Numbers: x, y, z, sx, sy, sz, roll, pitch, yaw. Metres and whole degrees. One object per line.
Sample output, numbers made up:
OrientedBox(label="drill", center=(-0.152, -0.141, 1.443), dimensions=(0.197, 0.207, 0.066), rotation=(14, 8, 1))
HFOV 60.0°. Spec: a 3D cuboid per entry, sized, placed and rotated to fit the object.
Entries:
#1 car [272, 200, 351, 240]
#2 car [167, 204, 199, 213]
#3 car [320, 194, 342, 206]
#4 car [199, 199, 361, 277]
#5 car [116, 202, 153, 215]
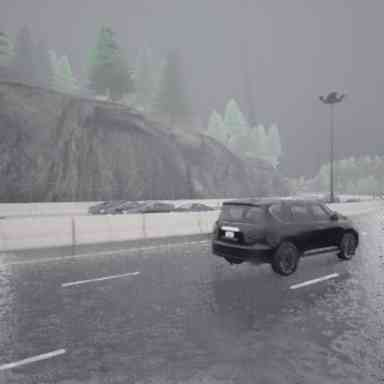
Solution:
OrientedBox(label="car", center=(6.577, 1.387, 18.094), dimensions=(4.553, 1.767, 2.097), rotation=(0, 0, -40))
OrientedBox(label="car", center=(-0.075, 1.619, 26.455), dimensions=(4.181, 1.385, 1.994), rotation=(0, 0, -41))
OrientedBox(label="car", center=(24.158, 1.329, 57.769), dimensions=(2.150, 2.045, 5.566), rotation=(0, 0, 37))
OrientedBox(label="car", center=(3.127, 1.242, 10.660), dimensions=(5.566, 2.045, 2.150), rotation=(0, 0, -38))
OrientedBox(label="car", center=(-3.590, 1.551, 28.048), dimensions=(4.902, 1.511, 2.128), rotation=(0, 0, -40))
